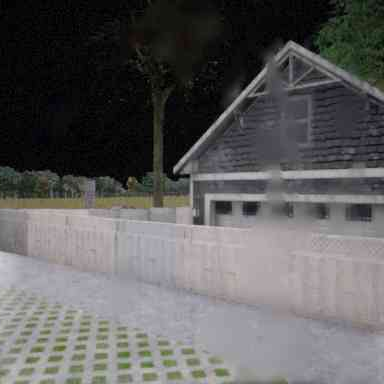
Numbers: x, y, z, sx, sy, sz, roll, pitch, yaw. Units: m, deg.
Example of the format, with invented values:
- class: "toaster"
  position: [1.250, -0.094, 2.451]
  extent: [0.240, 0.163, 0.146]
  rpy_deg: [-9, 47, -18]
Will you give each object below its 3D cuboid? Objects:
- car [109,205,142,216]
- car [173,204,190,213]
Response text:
- class: "car"
  position: [-6.308, 1.859, 29.100]
  extent: [1.994, 1.385, 4.181]
  rpy_deg: [0, -1, 34]
- class: "car"
  position: [-0.161, 2.045, 37.835]
  extent: [1.895, 1.301, 4.718]
  rpy_deg: [0, -1, 35]
